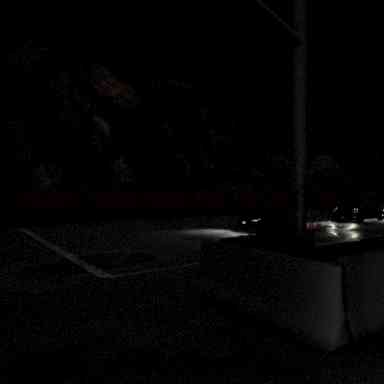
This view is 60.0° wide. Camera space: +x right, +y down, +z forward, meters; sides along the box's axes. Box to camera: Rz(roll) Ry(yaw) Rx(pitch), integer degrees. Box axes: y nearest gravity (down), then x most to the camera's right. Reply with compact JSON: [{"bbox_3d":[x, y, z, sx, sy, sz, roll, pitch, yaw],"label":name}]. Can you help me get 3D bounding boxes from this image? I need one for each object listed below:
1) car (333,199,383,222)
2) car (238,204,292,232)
[{"bbox_3d":[13.129,1.364,26.239,4.553,1.767,2.097,0,0,-35],"label":"car"},{"bbox_3d":[4.955,1.510,20.423,4.892,1.490,1.837,0,0,-35],"label":"car"}]
